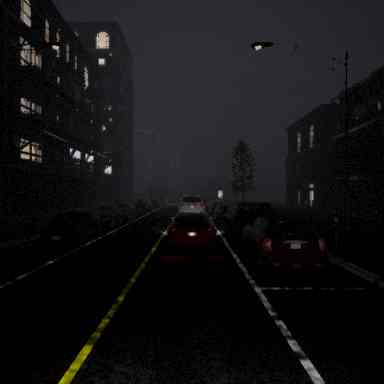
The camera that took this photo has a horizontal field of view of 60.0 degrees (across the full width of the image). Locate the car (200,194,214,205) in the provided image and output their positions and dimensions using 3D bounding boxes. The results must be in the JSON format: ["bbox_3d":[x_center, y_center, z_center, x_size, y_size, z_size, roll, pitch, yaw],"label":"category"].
[{"bbox_3d":[2.690,1.363,60.431,2.192,1.841,5.009,0,0,0],"label":"car"}]

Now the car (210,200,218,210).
[{"bbox_3d":[2.691,1.585,27.194,1.802,1.307,4.206,0,0,0],"label":"car"}]

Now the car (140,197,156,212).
[{"bbox_3d":[-5.691,1.457,38.272,1.967,1.590,4.097,0,0,0],"label":"car"}]

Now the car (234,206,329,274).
[{"bbox_3d":[2.691,1.437,10.578,1.967,1.590,4.097,0,0,0],"label":"car"}]

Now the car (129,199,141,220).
[{"bbox_3d":[-5.690,1.554,27.194,2.008,1.369,4.403,0,0,0],"label":"car"}]

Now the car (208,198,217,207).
[{"bbox_3d":[2.690,1.575,32.734,1.947,1.339,4.313,0,0,0],"label":"car"}]

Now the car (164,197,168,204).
[{"bbox_3d":[-5.691,1.581,65.801,1.752,1.417,4.829,0,0,0],"label":"car"}]

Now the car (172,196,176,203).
[{"bbox_3d":[-3.001,1.594,68.671,1.812,1.442,4.674,0,0,0],"label":"car"}]

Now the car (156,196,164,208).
[{"bbox_3d":[-5.690,1.472,49.352,1.967,1.590,4.097,0,0,0],"label":"car"}]

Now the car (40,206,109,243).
[{"bbox_3d":[-5.690,1.563,16.118,1.947,1.339,4.313,0,0,0],"label":"car"}]

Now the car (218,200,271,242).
[{"bbox_3d":[2.691,1.312,16.118,2.192,1.841,5.009,0,0,0],"label":"car"}]

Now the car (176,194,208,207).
[{"bbox_3d":[0.000,1.265,29.682,2.150,2.045,5.566,0,0,0],"label":"car"}]

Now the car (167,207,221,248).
[{"bbox_3d":[0.000,1.571,14.651,1.994,1.385,4.181,0,0,0],"label":"car"}]

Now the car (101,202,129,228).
[{"bbox_3d":[-5.690,1.550,21.656,2.008,1.369,4.403,0,0,0],"label":"car"}]
